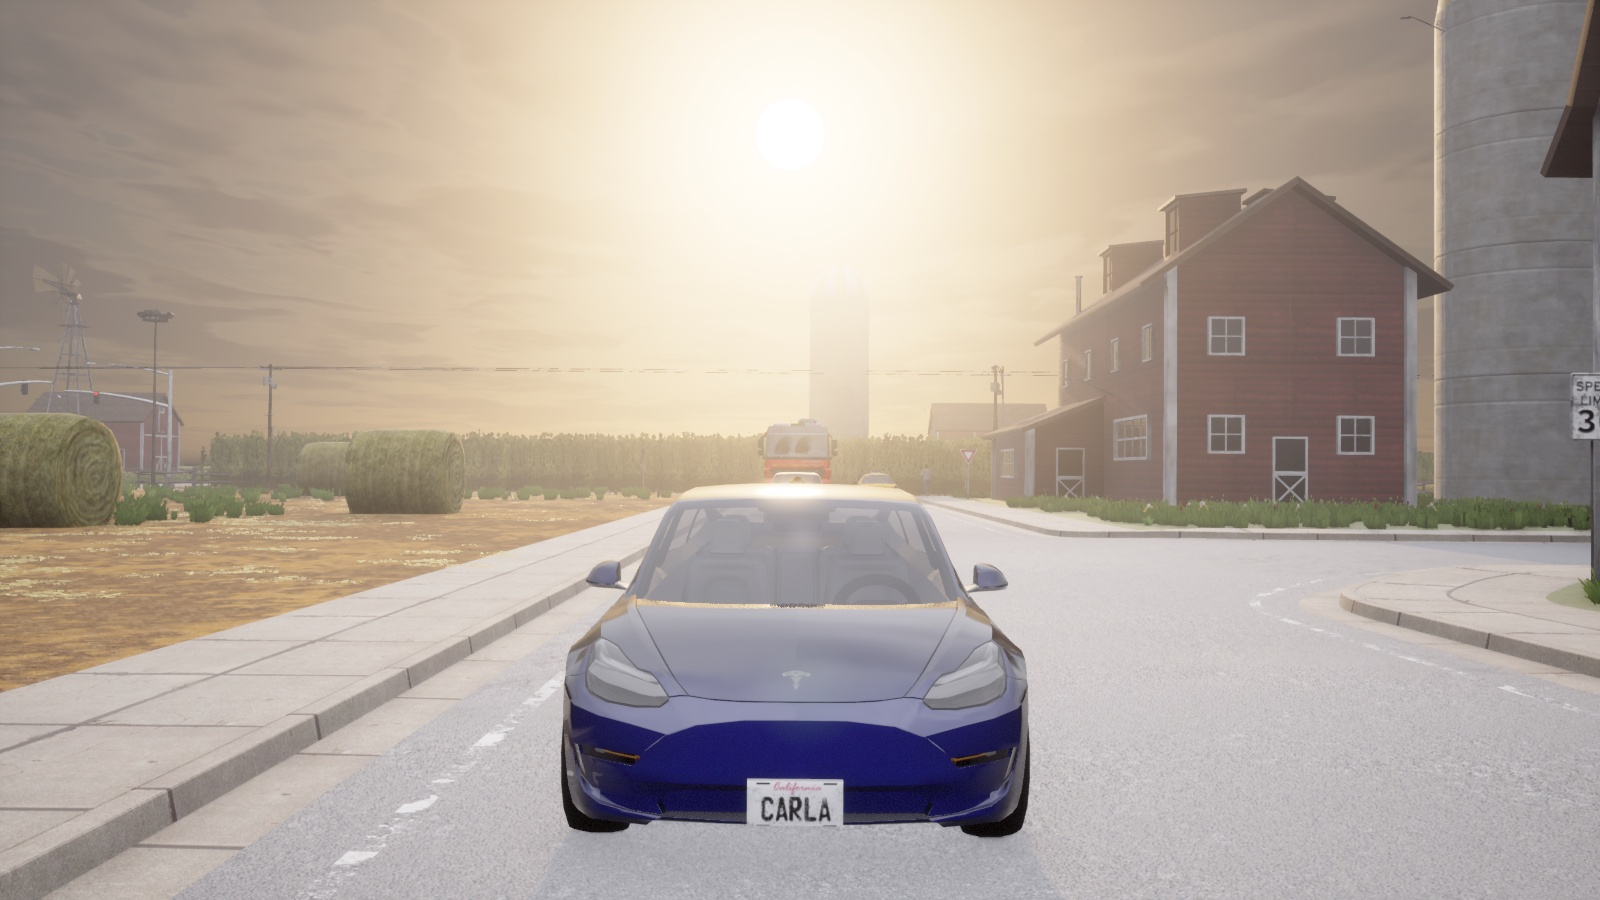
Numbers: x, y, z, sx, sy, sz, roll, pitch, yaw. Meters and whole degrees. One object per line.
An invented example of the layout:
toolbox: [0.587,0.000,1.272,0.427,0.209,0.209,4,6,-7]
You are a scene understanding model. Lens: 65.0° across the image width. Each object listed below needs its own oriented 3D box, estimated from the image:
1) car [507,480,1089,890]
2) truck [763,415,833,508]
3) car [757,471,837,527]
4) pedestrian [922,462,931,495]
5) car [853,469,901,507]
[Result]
car: [-0.011,0.931,7.078,2.163,1.488,4.792,0,-1,0]
truck: [-0.114,0.549,56.063,2.891,3.827,8.468,0,-1,0]
car: [-0.080,1.350,36.075,2.128,1.511,4.902,0,-1,0]
pedestrian: [7.130,1.613,70.766,0.354,1.836,0.706,0,-1,-10]
car: [3.374,1.646,55.640,1.801,1.575,5.366,0,-1,0]
